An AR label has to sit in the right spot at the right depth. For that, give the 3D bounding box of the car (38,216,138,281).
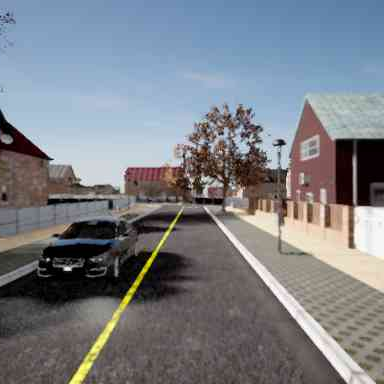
[{"bbox_3d":[-2.810,1.526,9.982,1.837,1.490,4.892,0,-1,0],"label":"car"}]
